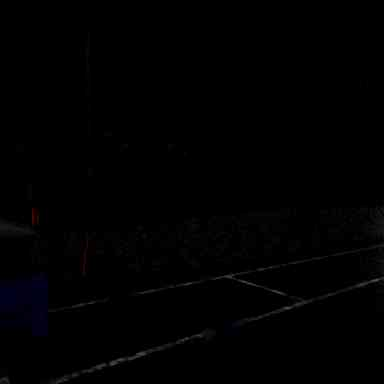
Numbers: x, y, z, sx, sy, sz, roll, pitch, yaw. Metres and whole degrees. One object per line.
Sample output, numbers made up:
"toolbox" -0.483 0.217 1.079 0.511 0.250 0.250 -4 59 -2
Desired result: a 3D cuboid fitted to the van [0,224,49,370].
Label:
"van" -3.831 1.341 3.928 3.998 1.788 1.690 0 -1 -36
